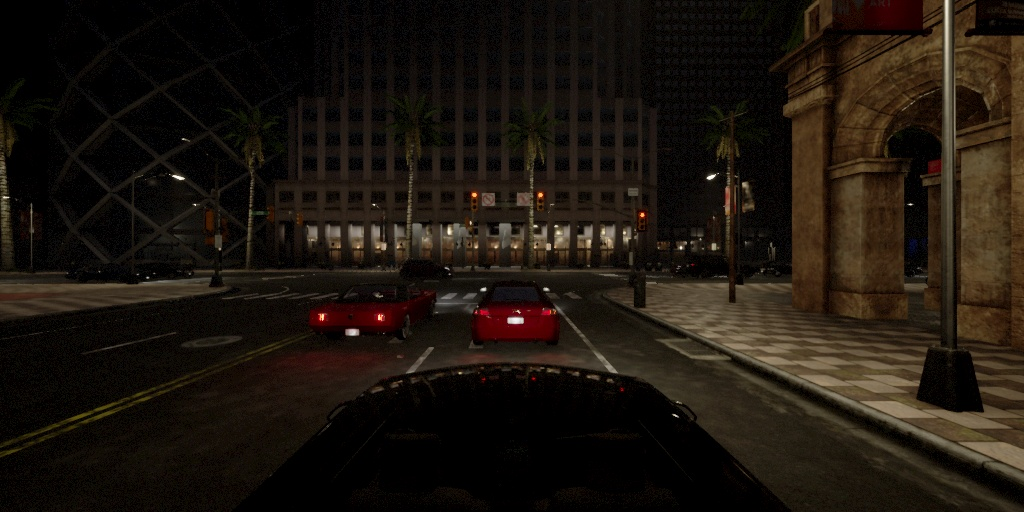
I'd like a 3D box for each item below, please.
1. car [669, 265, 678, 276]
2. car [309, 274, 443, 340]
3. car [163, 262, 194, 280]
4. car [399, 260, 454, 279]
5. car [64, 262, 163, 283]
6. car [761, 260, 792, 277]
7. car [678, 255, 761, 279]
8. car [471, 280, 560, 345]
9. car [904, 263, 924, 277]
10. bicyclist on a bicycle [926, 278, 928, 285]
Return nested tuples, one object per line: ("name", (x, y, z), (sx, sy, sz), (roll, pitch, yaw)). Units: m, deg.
("car", (17.809, 1.102, 35.064), (4.553, 1.767, 2.097), (0, 0, 0))
("car", (-3.419, 1.351, 9.931), (1.895, 1.301, 4.718), (0, 0, 0))
("car", (-30.460, 1.276, 31.152), (4.674, 1.442, 1.812), (0, 0, -4))
("car", (-7.401, 1.102, 31.426), (4.553, 1.767, 2.097), (0, 0, 0))
("car", (-30.997, 1.297, 27.774), (5.357, 1.411, 2.033), (0, 0, -3))
("car", (26.903, 1.241, 35.039), (4.902, 1.511, 2.128), (0, 0, 0))
("car", (18.044, 0.971, 31.364), (5.566, 2.045, 2.150), (0, 0, 0))
("car", (0.080, 1.314, 9.470), (1.994, 1.385, 4.181), (0, 0, 0))
("car", (36.676, 1.297, 35.004), (5.357, 1.411, 2.033), (0, 0, 0))
("bicyclist on a bicycle", (24.674, 1.050, 20.563), (0.582, 1.620, 1.656), (0, 0, 0))
